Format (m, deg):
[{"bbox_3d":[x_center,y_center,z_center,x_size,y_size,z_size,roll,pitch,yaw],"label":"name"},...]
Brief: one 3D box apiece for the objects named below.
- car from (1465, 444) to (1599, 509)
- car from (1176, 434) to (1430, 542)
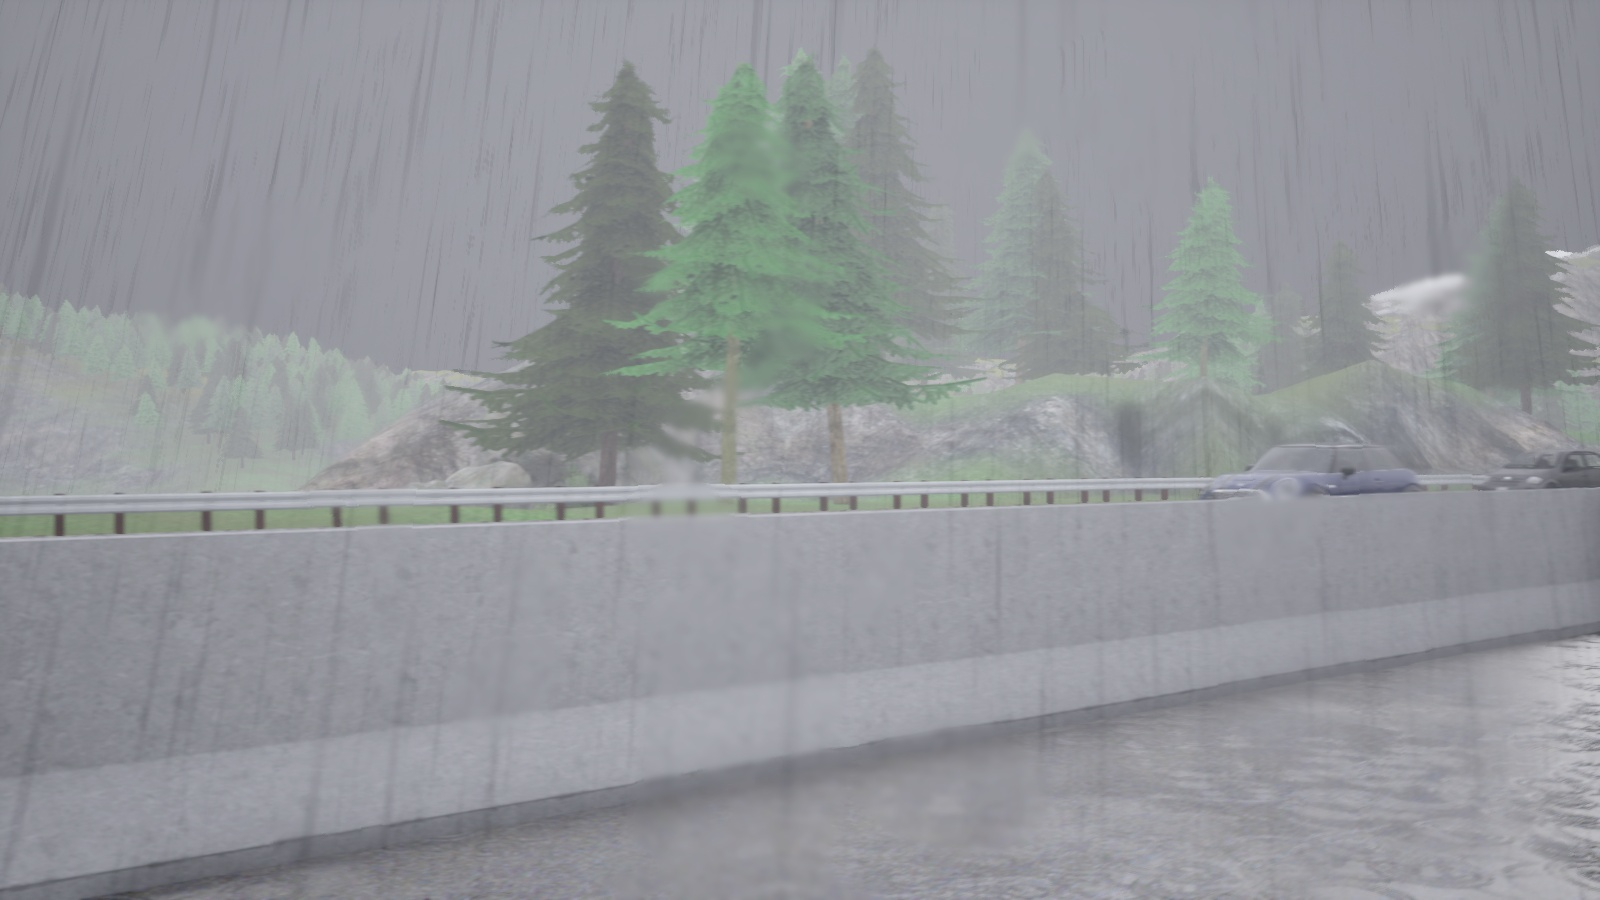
[{"bbox_3d":[19.658,0.658,32.985,3.988,1.617,1.851,0,0,-26],"label":"car"},{"bbox_3d":[9.183,0.626,22.830,4.553,1.767,2.097,0,0,-34],"label":"car"}]
